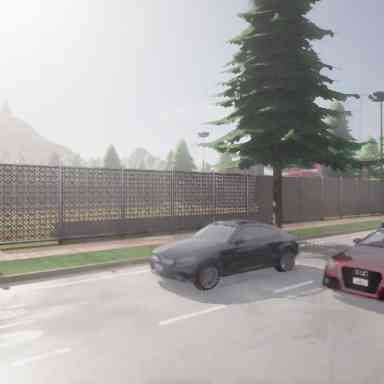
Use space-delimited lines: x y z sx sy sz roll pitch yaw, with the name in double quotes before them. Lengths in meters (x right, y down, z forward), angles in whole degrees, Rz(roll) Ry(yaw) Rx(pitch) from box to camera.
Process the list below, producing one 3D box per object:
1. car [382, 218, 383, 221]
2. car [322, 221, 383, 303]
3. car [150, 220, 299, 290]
"car" 11.703 1.351 17.167 4.553 1.767 2.097 0 0 -37
"car" 4.875 1.564 7.683 4.181 1.385 1.994 0 0 -37
"car" 1.084 1.526 9.213 4.674 1.442 1.812 0 0 -37
